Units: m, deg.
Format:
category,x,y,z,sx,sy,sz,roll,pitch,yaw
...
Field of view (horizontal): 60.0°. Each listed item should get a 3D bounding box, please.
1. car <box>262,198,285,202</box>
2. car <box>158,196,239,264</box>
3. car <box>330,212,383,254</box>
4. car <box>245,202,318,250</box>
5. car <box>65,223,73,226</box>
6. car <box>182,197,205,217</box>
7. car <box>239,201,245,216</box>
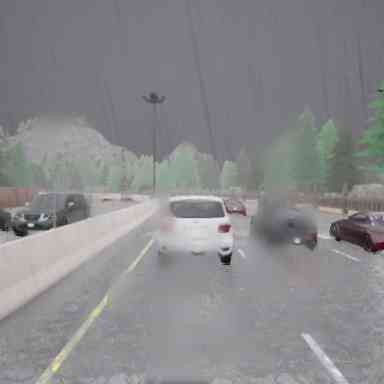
category,x,y,z,sx,sy,sz,roll,pitch,yaw
car,7.082,1.268,29.274,1.837,1.490,4.892,0,0,-1
car,0.106,1.127,11.554,2.150,2.045,5.566,0,0,0
car,7.108,1.458,13.091,1.994,1.385,4.181,0,0,0
car,3.610,1.393,13.785,1.837,1.490,4.892,0,0,0
car,-7.090,1.079,17.383,2.150,2.045,5.566,0,0,0
car,0.084,1.267,29.290,1.837,1.490,4.892,0,0,-1
car,3.577,1.323,29.734,1.994,1.385,4.181,0,0,-1
